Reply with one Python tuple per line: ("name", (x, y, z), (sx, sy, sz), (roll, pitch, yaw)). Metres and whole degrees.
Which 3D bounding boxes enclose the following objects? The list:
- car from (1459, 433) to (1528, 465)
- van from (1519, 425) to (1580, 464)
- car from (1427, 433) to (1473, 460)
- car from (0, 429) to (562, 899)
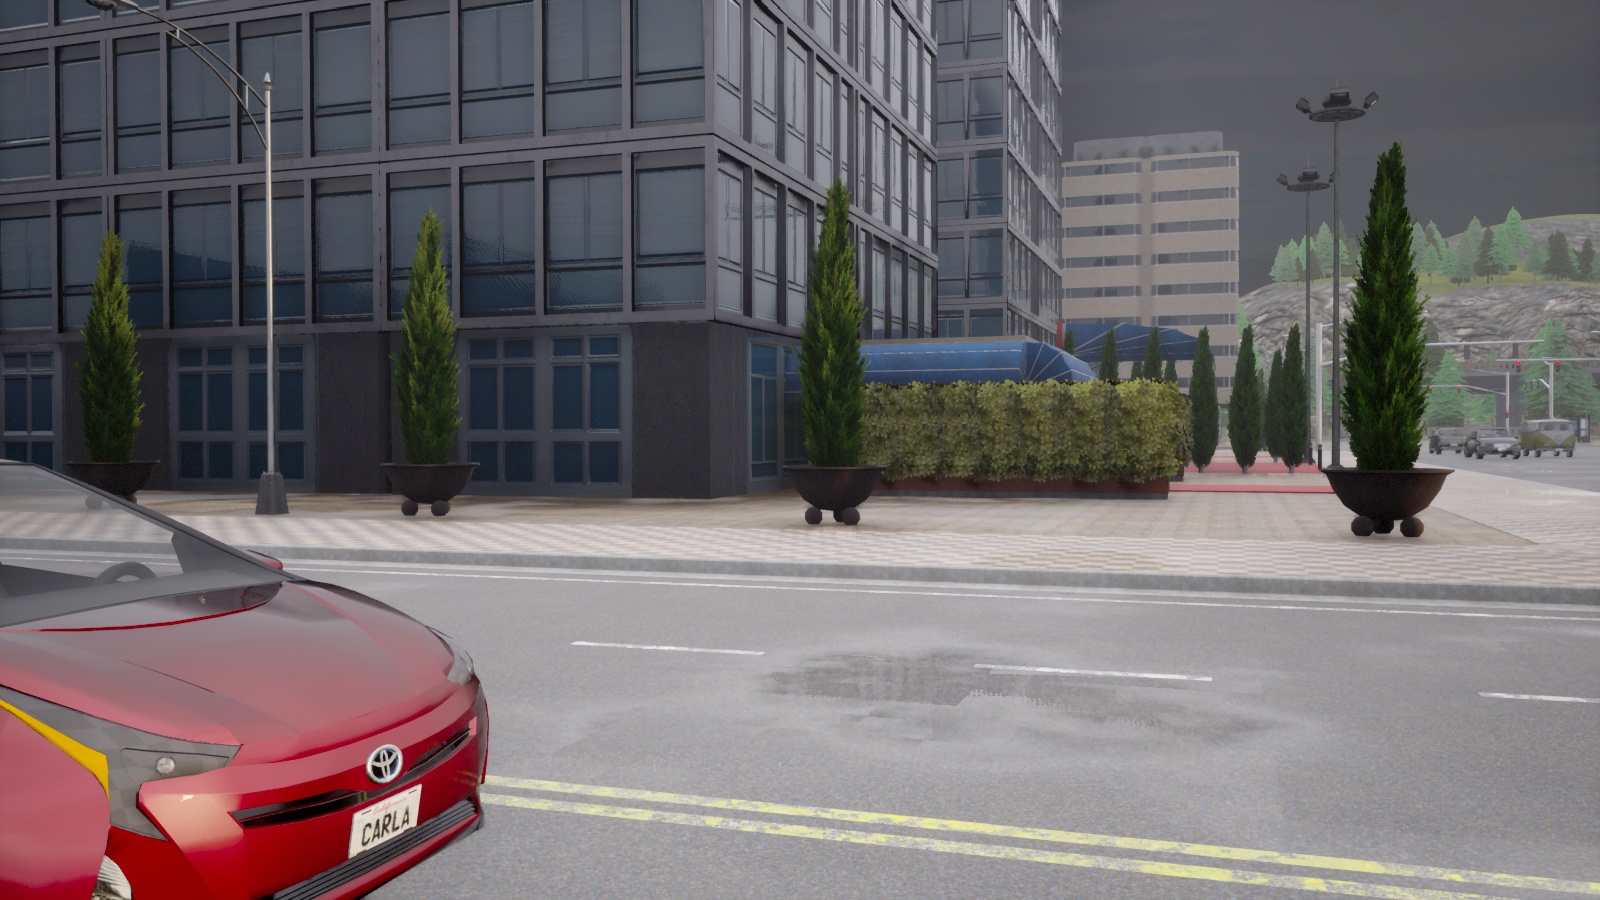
("car", (34.390, -0.087, 62.408), (2.128, 1.511, 4.902), (1, 1, 18))
("van", (39.182, -0.327, 65.764), (1.775, 1.987, 4.442), (1, 1, 18))
("car", (38.117, -0.232, 73.720), (1.789, 1.549, 3.705), (1, 1, 18))
("car", (-3.322, 0.692, 4.311), (4.514, 1.525, 2.007), (1, 1, 19))
